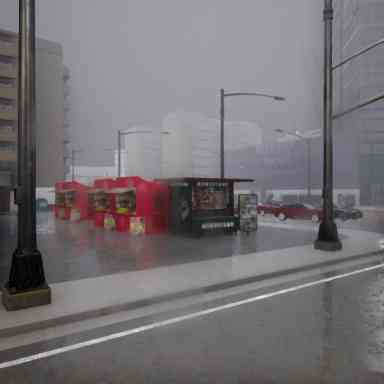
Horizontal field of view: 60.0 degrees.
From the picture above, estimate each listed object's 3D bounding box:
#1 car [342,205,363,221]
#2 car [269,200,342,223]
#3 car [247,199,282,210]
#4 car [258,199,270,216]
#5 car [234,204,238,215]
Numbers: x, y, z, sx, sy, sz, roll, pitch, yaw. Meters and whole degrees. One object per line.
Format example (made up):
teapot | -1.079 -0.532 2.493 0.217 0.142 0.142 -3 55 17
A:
car | 12.238 1.672 28.434 1.994 1.385 4.181 0 -1 -35
car | 9.011 1.589 26.889 1.882 1.535 5.008 0 -1 -38
car | 10.579 1.826 48.942 2.128 1.511 4.902 0 -1 -36
car | 6.954 1.689 35.721 1.882 1.535 5.008 0 -1 -36
car | 3.558 1.750 34.445 1.812 1.442 4.674 0 -1 -36
